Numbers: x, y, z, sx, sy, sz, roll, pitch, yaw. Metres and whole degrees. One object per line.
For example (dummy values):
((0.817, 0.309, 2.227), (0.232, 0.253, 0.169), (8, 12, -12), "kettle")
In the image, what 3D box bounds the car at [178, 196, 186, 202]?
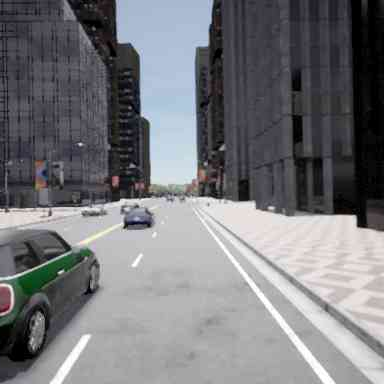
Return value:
((-2.648, 1.913, 89.304), (1.812, 1.442, 4.674), (-1, 0, -2), "car")

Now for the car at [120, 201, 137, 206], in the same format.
((-7.675, 1.925, 41.217), (2.128, 1.511, 4.902), (-1, 0, -2), "car")

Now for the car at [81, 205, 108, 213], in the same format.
((-10.839, 2.062, 37.120), (1.895, 1.301, 4.718), (-1, 0, -1), "car")

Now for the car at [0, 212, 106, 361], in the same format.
((-3.259, 1.465, 6.246), (2.097, 1.767, 4.553), (-1, 0, -2), "car")

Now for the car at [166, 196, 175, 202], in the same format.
((-5.895, 1.986, 89.204), (1.812, 1.442, 4.674), (-1, 0, -2), "car")

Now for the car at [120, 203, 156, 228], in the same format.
((-3.815, 1.799, 24.603), (1.994, 1.385, 4.181), (-1, 0, -2), "car")
